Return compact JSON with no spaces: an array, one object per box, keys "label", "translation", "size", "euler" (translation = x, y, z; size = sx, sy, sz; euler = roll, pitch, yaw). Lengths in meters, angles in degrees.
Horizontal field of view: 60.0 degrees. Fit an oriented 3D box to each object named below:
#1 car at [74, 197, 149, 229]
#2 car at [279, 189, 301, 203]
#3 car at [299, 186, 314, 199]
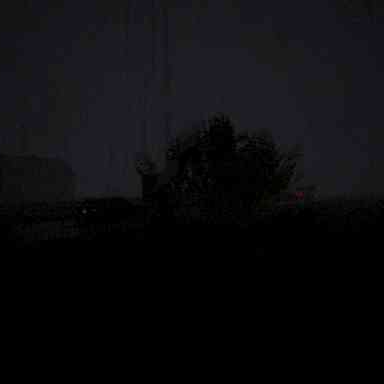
[{"label":"car","translation":[-4.660,1.063,19.966],"size":[2.097,1.767,4.553],"euler":[1,2,36]},{"label":"car","translation":[12.447,0.645,44.568],"size":[2.033,1.411,5.357],"euler":[1,2,34]},{"label":"car","translation":[18.006,0.113,53.354],"size":[2.150,2.045,5.566],"euler":[1,1,31]}]
